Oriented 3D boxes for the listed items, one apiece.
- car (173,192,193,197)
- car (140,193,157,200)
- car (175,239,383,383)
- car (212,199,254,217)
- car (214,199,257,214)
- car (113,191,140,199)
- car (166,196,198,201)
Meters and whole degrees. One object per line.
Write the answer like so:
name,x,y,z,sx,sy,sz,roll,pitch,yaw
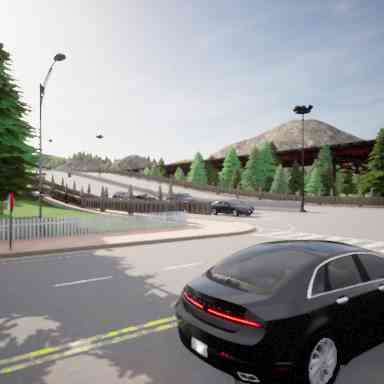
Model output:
car,-1.312,1.117,44.446,2.150,2.045,5.566,0,2,-36
car,-7.384,0.940,52.490,1.895,1.301,4.718,0,4,-37
car,2.057,1.514,5.213,4.892,1.490,1.837,0,0,-35
car,3.738,1.539,32.006,1.837,1.490,4.892,0,0,-37
car,4.681,1.538,36.552,1.837,1.490,4.892,0,0,-37
car,-10.310,0.671,50.561,2.097,1.767,4.553,0,4,-37
car,-1.707,1.557,39.168,1.994,1.385,4.181,0,1,-37
